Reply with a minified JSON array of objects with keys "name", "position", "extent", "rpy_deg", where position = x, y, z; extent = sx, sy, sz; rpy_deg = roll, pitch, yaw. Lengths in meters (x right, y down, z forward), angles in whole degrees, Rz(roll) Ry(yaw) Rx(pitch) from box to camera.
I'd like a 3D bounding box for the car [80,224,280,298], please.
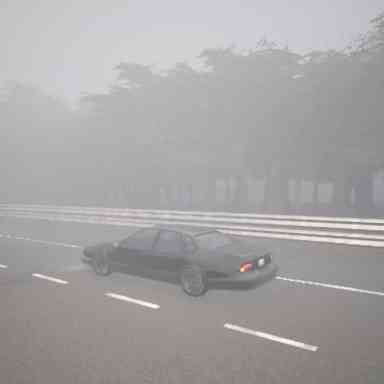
[{"name":"car","position":[-0.564,1.551,8.574],"extent":[5.357,1.411,2.033],"rpy_deg":[0,0,36]}]
